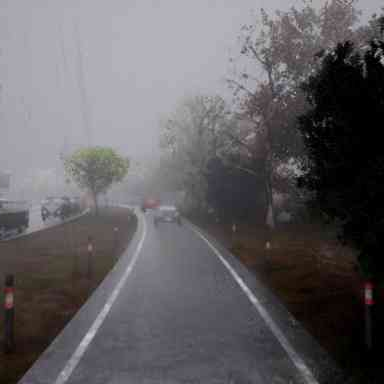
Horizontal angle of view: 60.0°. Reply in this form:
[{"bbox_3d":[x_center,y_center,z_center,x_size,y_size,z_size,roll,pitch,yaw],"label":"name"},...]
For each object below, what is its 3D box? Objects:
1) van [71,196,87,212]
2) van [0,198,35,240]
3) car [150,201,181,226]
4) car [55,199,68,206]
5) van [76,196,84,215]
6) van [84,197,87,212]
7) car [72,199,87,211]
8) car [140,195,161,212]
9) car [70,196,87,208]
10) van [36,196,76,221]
[{"bbox_3d":[-15.016,1.574,44.202,1.878,1.987,4.442,2,-2,-18],"label":"van"},{"bbox_3d":[-9.850,1.302,16.768,1.878,1.987,4.442,1,-2,-7],"label":"van"},{"bbox_3d":[-1.860,1.613,23.980,1.812,1.442,4.674,0,0,-8],"label":"car"},{"bbox_3d":[-33.085,2.708,84.271,2.097,1.535,5.008,-1,-1,-32],"label":"car"},{"bbox_3d":[-12.358,1.433,33.339,1.878,1.987,4.442,1,-2,-13],"label":"van"},{"bbox_3d":[-13.593,1.498,38.791,1.878,1.987,4.442,1,-2,-13],"label":"van"},{"bbox_3d":[-16.636,1.881,49.472,1.946,1.575,5.366,2,-2,-17],"label":"car"},{"bbox_3d":[-5.078,1.353,40.413,2.150,2.045,5.566,0,0,-14],"label":"car"},{"bbox_3d":[-20.525,1.846,60.126,2.435,2.045,5.566,2,-2,-22],"label":"car"},{"bbox_3d":[-11.303,1.379,27.859,1.878,1.987,4.442,1,-2,-12],"label":"van"}]
